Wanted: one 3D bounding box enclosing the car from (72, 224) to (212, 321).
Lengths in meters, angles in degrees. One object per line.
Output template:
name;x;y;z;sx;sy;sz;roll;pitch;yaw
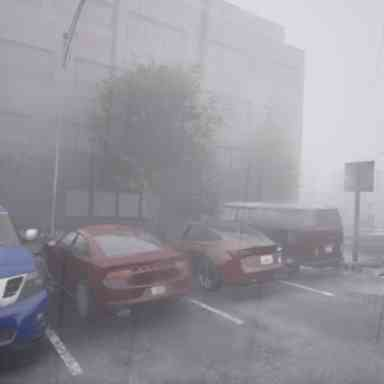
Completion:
car;-2.002;1.483;7.538;2.097;1.535;5.008;0;0;-36

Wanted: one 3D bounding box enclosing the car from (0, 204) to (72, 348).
car;-4.212;1.228;5.928;2.435;2.045;5.566;0;0;-35

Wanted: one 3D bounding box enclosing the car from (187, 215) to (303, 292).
car;0.286;1.534;9.207;2.163;1.488;4.792;1;0;-36

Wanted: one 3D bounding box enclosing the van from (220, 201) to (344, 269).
van;2.506;1.321;10.898;1.878;1.987;4.442;1;-1;-35
